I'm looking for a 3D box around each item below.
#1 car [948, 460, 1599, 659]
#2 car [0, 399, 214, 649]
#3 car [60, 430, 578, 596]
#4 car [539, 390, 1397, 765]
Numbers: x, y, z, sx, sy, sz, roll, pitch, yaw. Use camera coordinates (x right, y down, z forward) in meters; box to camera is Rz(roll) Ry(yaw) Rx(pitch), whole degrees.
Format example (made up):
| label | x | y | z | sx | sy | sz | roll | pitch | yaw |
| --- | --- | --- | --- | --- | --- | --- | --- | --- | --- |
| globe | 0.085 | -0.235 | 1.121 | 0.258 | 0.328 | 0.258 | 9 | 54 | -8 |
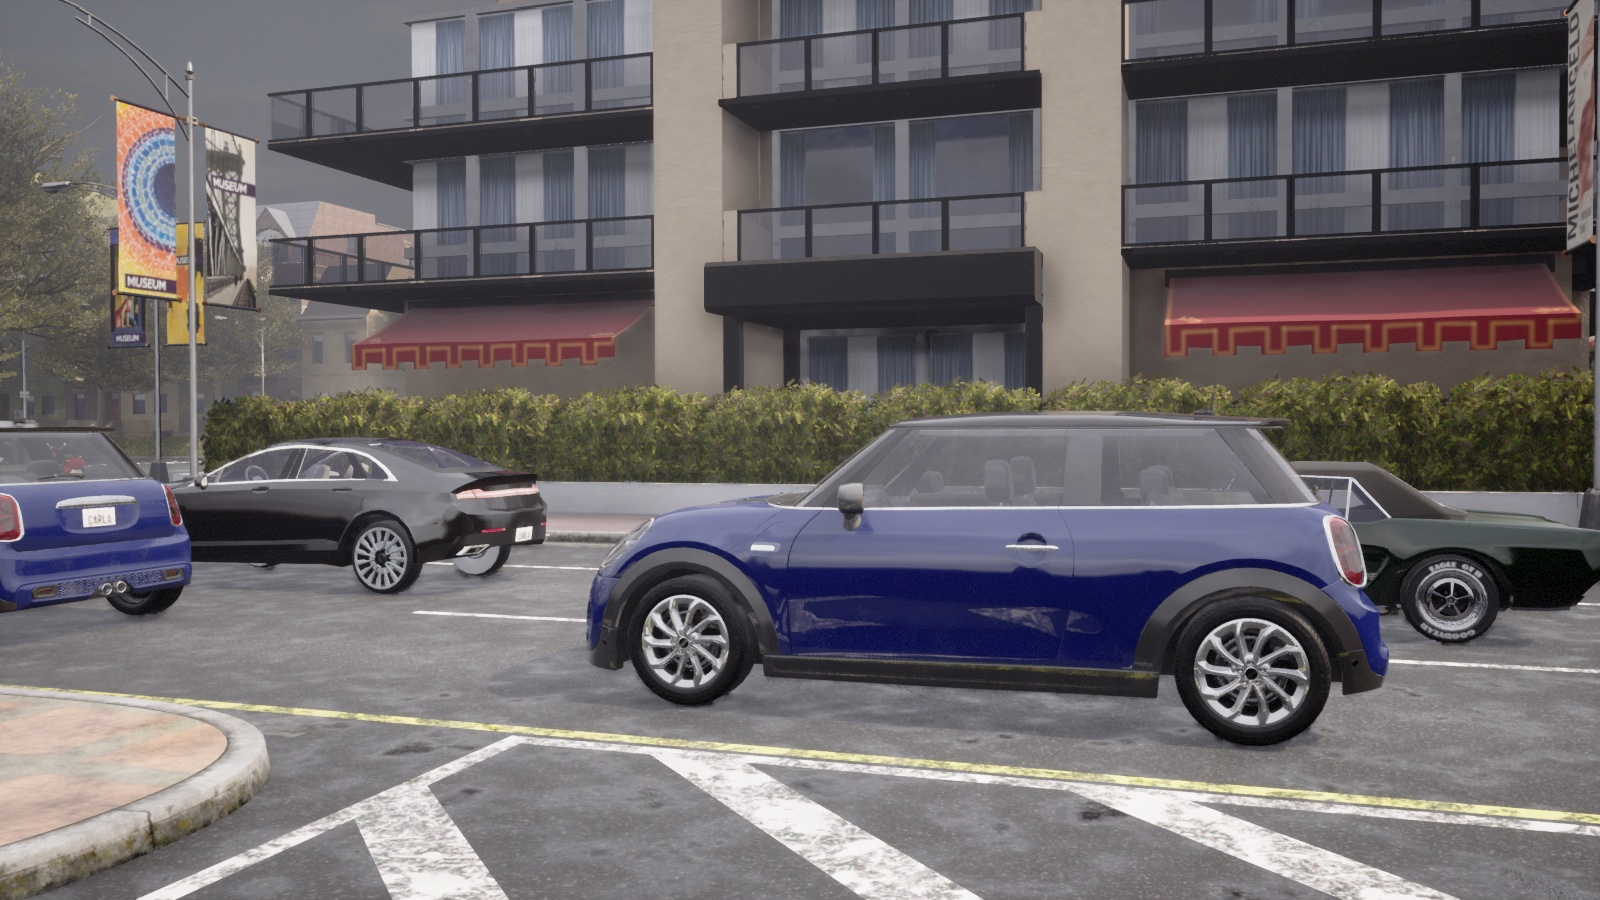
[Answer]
| label | x | y | z | sx | sy | sz | roll | pitch | yaw |
| --- | --- | --- | --- | --- | --- | --- | --- | --- | --- |
| car | 3.746 | 0.775 | 10.374 | 4.718 | 1.301 | 1.895 | 1 | 1 | 19 |
| car | -7.503 | 0.489 | 10.465 | 4.553 | 1.767 | 2.097 | 1 | 1 | 19 |
| car | -5.065 | 0.550 | 13.338 | 4.902 | 1.511 | 2.128 | 1 | 1 | 19 |
| car | 0.966 | 0.567 | 7.615 | 4.553 | 1.767 | 2.097 | 1 | 1 | 18 |
